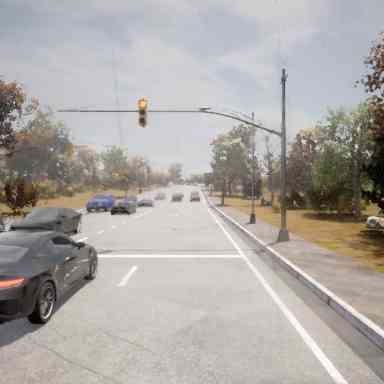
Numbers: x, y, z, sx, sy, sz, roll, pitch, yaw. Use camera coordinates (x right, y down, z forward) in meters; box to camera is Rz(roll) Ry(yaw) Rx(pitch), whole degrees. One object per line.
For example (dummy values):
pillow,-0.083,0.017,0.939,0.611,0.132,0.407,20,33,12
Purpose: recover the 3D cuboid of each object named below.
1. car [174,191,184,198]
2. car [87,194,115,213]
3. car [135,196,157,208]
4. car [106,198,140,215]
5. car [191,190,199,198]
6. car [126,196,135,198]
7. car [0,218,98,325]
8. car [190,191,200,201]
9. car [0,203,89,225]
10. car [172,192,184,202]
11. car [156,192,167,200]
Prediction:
car,-2.853,0.588,74.082,1.895,1.301,4.718,0,3,1
car,-10.291,1.223,38.192,2.150,2.045,5.566,0,0,0
car,-6.692,1.562,48.469,1.994,1.385,4.181,0,0,1
car,-6.835,1.601,33.455,1.895,1.301,4.718,0,0,1
car,0.654,0.493,74.498,1.812,1.442,4.674,0,3,1
car,-10.118,1.401,55.269,1.837,1.490,4.892,0,1,1
car,-3.400,1.526,7.007,1.812,1.442,4.674,0,0,-1
car,0.655,1.079,64.625,1.895,1.301,4.718,0,3,1
car,-6.993,1.477,16.419,1.882,1.535,5.008,0,0,1
car,-2.851,1.010,64.148,1.837,1.490,4.892,0,3,1
car,-6.411,0.827,68.422,1.812,1.442,4.674,0,3,1
